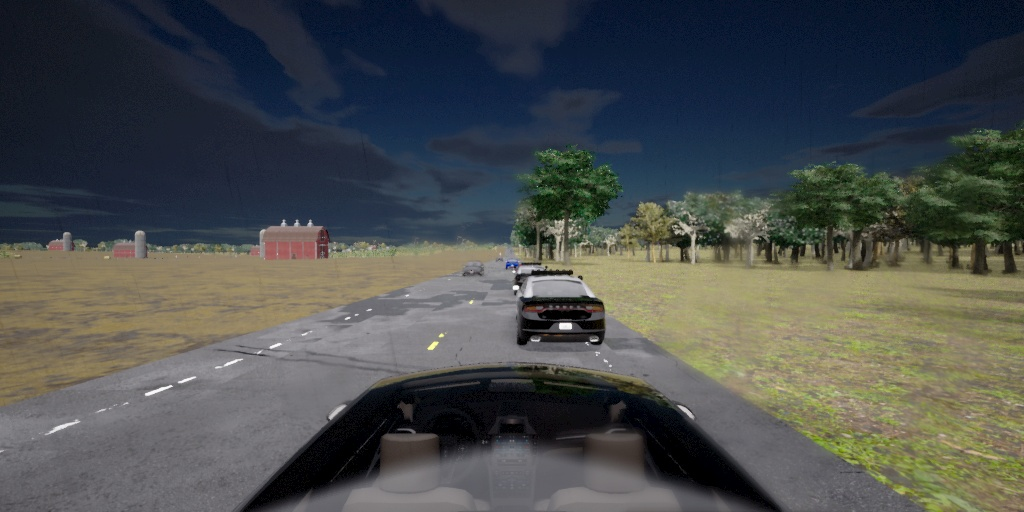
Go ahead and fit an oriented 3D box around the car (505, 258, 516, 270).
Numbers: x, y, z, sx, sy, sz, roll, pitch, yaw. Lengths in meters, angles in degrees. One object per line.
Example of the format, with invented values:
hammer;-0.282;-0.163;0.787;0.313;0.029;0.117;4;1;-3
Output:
car;0.071;1.147;51.655;1.882;1.535;5.008;0;0;0

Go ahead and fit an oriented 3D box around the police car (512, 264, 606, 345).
police car;1.052;1.171;9.612;1.930;1.638;5.238;0;0;0

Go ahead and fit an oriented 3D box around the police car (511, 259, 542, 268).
police car;1.053;1.164;19.613;1.930;1.638;5.238;0;0;0

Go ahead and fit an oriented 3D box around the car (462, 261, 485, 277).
car;-3.596;1.222;34.236;1.837;1.490;4.892;0;0;0
